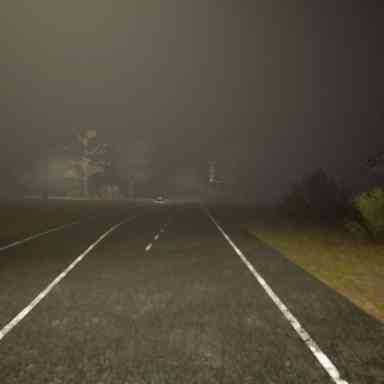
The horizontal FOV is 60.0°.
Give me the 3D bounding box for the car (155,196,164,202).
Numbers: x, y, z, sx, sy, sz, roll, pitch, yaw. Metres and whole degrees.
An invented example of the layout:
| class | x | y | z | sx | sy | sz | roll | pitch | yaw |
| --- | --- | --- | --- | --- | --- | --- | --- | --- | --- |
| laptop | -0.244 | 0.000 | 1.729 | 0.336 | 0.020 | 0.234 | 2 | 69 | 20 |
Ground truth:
| class | x | y | z | sx | sy | sz | roll | pitch | yaw |
| --- | --- | --- | --- | --- | --- | --- | --- | --- | --- |
| car | -7.165 | 1.605 | 73.734 | 2.033 | 1.411 | 5.357 | 0 | 0 | 0 |
